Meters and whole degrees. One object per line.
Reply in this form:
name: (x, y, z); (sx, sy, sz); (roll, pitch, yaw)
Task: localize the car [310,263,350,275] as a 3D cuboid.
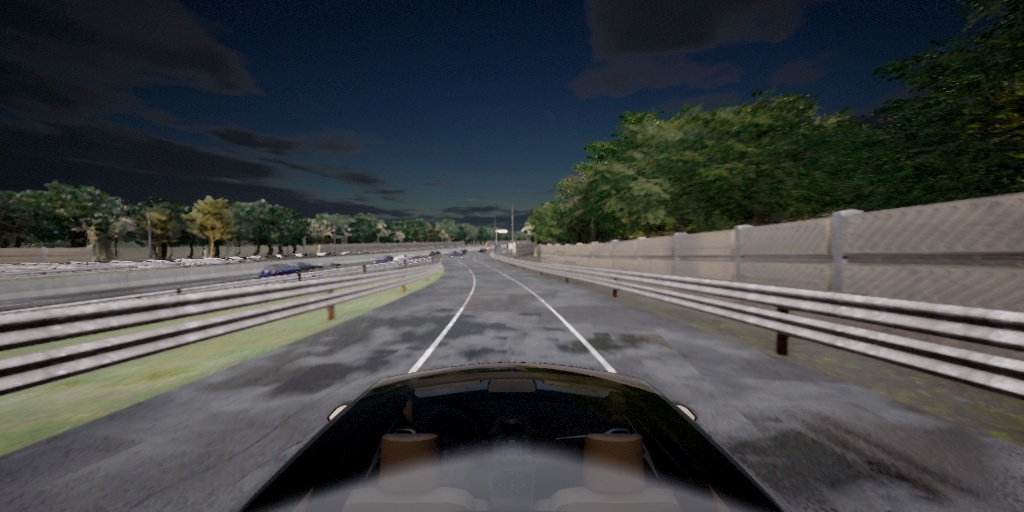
car: (-22.669, 1.605, 45.522); (1.837, 1.490, 4.892); (0, 3, 11)

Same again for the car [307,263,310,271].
car: (-29.055, 1.548, 49.350); (2.033, 1.411, 5.357); (0, 3, 11)

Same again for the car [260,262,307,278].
car: (-26.922, 1.670, 41.977); (2.097, 1.767, 4.553); (0, 3, 11)
